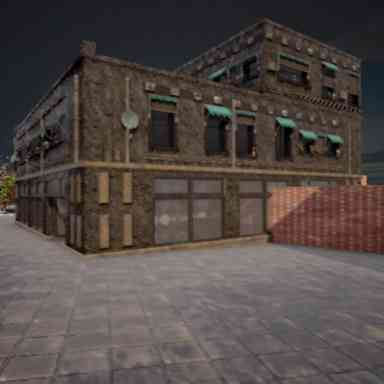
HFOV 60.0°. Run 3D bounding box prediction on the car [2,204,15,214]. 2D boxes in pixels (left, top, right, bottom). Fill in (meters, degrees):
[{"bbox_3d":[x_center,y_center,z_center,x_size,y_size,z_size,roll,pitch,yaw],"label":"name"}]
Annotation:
[{"bbox_3d":[-29.019,2.769,54.726,4.553,1.767,2.185,0,-3,26],"label":"car"}]
